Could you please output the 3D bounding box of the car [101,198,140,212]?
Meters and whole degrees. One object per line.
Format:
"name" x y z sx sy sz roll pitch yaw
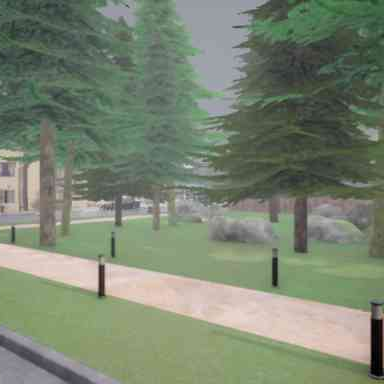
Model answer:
"car" -8.408 1.508 39.368 1.882 1.535 5.008 0 0 37
